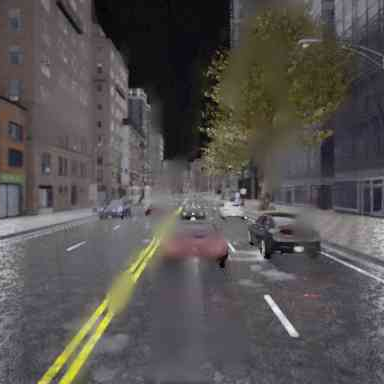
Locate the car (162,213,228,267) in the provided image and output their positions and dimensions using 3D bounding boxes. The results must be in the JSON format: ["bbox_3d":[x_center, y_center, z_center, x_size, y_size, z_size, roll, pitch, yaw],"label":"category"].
[{"bbox_3d":[0.086,1.626,11.424,1.895,1.301,4.718,0,0,0],"label":"car"}]

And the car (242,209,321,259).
[{"bbox_3d":[3.336,1.533,12.782,1.837,1.490,4.892,0,0,0],"label":"car"}]

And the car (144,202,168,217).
[{"bbox_3d":[-3.357,1.666,31.793,1.895,1.301,4.718,0,0,0],"label":"car"}]

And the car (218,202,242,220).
[{"bbox_3d":[3.331,1.586,28.731,1.812,1.442,4.674,0,0,0],"label":"car"}]

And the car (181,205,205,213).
[{"bbox_3d":[0.079,1.657,26.586,1.895,1.301,4.718,0,0,0],"label":"car"}]

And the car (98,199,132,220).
[{"bbox_3d":[-6.609,1.412,28.996,2.097,1.767,4.553,0,0,0],"label":"car"}]
